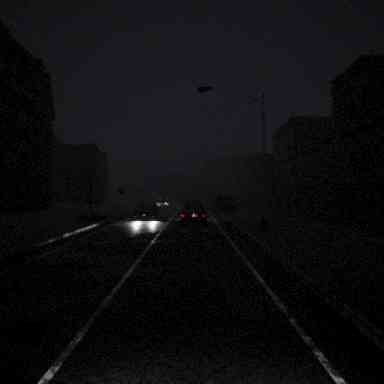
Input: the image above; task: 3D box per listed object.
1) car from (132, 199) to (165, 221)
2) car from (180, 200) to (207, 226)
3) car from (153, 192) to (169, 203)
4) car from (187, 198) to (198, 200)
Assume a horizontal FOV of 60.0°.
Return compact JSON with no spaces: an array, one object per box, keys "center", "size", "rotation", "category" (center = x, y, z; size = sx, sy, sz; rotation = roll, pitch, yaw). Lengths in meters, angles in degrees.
[{"center":[-3.593,1.530,26.909],"size":[1.994,1.385,4.181],"rotation":[0,0,0],"category":"car"},{"center":[0.102,1.518,23.317],"size":[2.033,1.411,5.357],"rotation":[0,0,0],"category":"car"},{"center":[-6.442,1.119,68.188],"size":[2.150,2.045,5.566],"rotation":[0,0,-19],"category":"car"},{"center":[0.086,1.440,42.023],"size":[2.128,1.511,4.902],"rotation":[0,0,0],"category":"car"}]
